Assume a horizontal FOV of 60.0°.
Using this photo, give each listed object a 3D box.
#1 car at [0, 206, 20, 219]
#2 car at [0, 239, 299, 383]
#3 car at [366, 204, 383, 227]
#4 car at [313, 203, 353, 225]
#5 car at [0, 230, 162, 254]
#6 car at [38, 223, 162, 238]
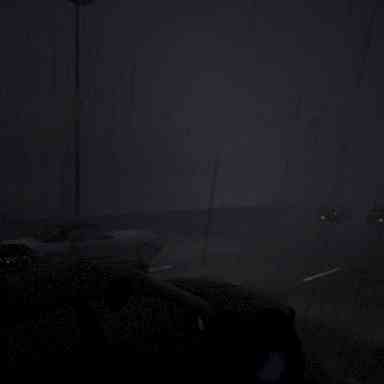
[{"bbox_3d":[-16.802,1.613,26.502,5.357,1.411,2.033,0,0,-38],"label":"car"},{"bbox_3d":[-0.994,1.485,3.302,5.008,1.535,1.882,0,0,-36],"label":"car"},{"bbox_3d":[12.962,1.508,21.996,2.128,1.511,4.902,0,0,39],"label":"car"},{"bbox_3d":[10.195,1.549,24.047,1.812,1.442,4.674,0,0,39],"label":"car"},{"bbox_3d":[-3.109,1.615,5.955,4.718,1.301,1.895,0,0,-37],"label":"car"},{"bbox_3d":[-3.216,1.622,10.383,4.718,1.301,1.895,0,0,-38],"label":"car"}]
